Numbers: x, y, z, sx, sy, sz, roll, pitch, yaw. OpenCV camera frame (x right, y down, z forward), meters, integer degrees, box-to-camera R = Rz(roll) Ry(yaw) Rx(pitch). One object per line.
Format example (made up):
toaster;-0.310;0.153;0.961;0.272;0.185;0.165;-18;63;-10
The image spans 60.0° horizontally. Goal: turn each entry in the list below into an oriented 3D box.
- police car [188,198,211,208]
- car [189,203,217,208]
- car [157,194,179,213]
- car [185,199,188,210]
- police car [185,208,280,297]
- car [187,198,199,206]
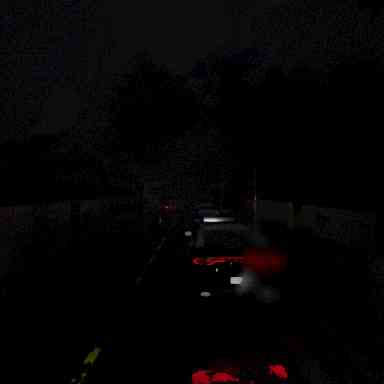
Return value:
police car;0.880;1.453;24.738;1.930;1.638;5.238;0;0;0
car;0.866;1.543;18.624;1.812;1.442;4.674;0;0;0
car;-2.666;1.291;37.852;2.150;2.045;5.566;0;0;0
car;0.119;1.667;45.423;1.994;1.385;4.181;0;0;2
police car;0.843;1.432;8.730;1.930;1.638;5.238;0;0;0
car;0.135;1.730;58.982;1.994;1.385;4.181;0;0;0
